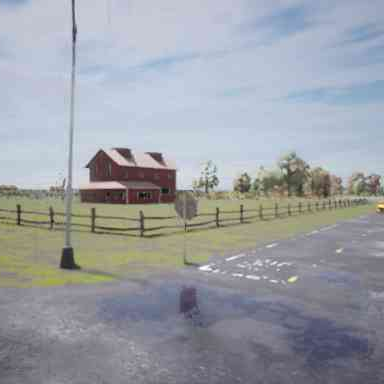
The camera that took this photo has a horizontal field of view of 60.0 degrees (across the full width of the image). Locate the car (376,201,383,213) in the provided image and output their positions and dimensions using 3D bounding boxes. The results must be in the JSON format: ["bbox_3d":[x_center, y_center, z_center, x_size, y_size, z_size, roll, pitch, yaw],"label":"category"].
[{"bbox_3d":[24.709,1.907,42.249,1.882,1.535,5.008,0,-1,35],"label":"car"}]
